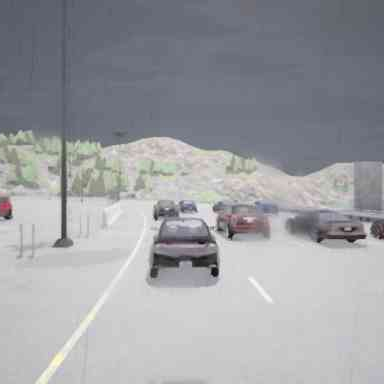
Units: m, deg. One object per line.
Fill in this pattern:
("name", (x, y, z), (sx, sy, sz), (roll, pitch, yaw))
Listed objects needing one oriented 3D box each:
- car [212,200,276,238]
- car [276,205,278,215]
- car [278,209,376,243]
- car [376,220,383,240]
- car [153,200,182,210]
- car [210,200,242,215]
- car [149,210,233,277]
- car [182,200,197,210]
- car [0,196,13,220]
("car", (2.623, 1.407, 18.018), (2.097, 1.767, 4.553), (0, 0, -5))
("car", (7.350, 1.584, 34.947), (1.882, 1.535, 5.008), (0, 0, -10))
("car", (6.300, 1.596, 16.374), (2.033, 1.411, 5.357), (0, 0, -5))
("car", (9.938, 1.604, 14.820), (1.994, 1.385, 4.181), (0, 0, -4))
("car", (-2.400, 1.449, 29.672), (2.097, 1.767, 4.553), (0, 0, -9))
("car", (3.569, 1.661, 36.187), (2.033, 1.411, 5.357), (0, 0, -10))
("car", (-0.284, 1.525, 10.373), (2.128, 1.511, 4.902), (0, 0, -3))
("car", (-0.642, 1.652, 39.300), (1.812, 1.442, 4.674), (0, 0, -12))
("car", (-16.028, 1.318, 26.178), (2.150, 2.045, 5.566), (0, 0, -9))
